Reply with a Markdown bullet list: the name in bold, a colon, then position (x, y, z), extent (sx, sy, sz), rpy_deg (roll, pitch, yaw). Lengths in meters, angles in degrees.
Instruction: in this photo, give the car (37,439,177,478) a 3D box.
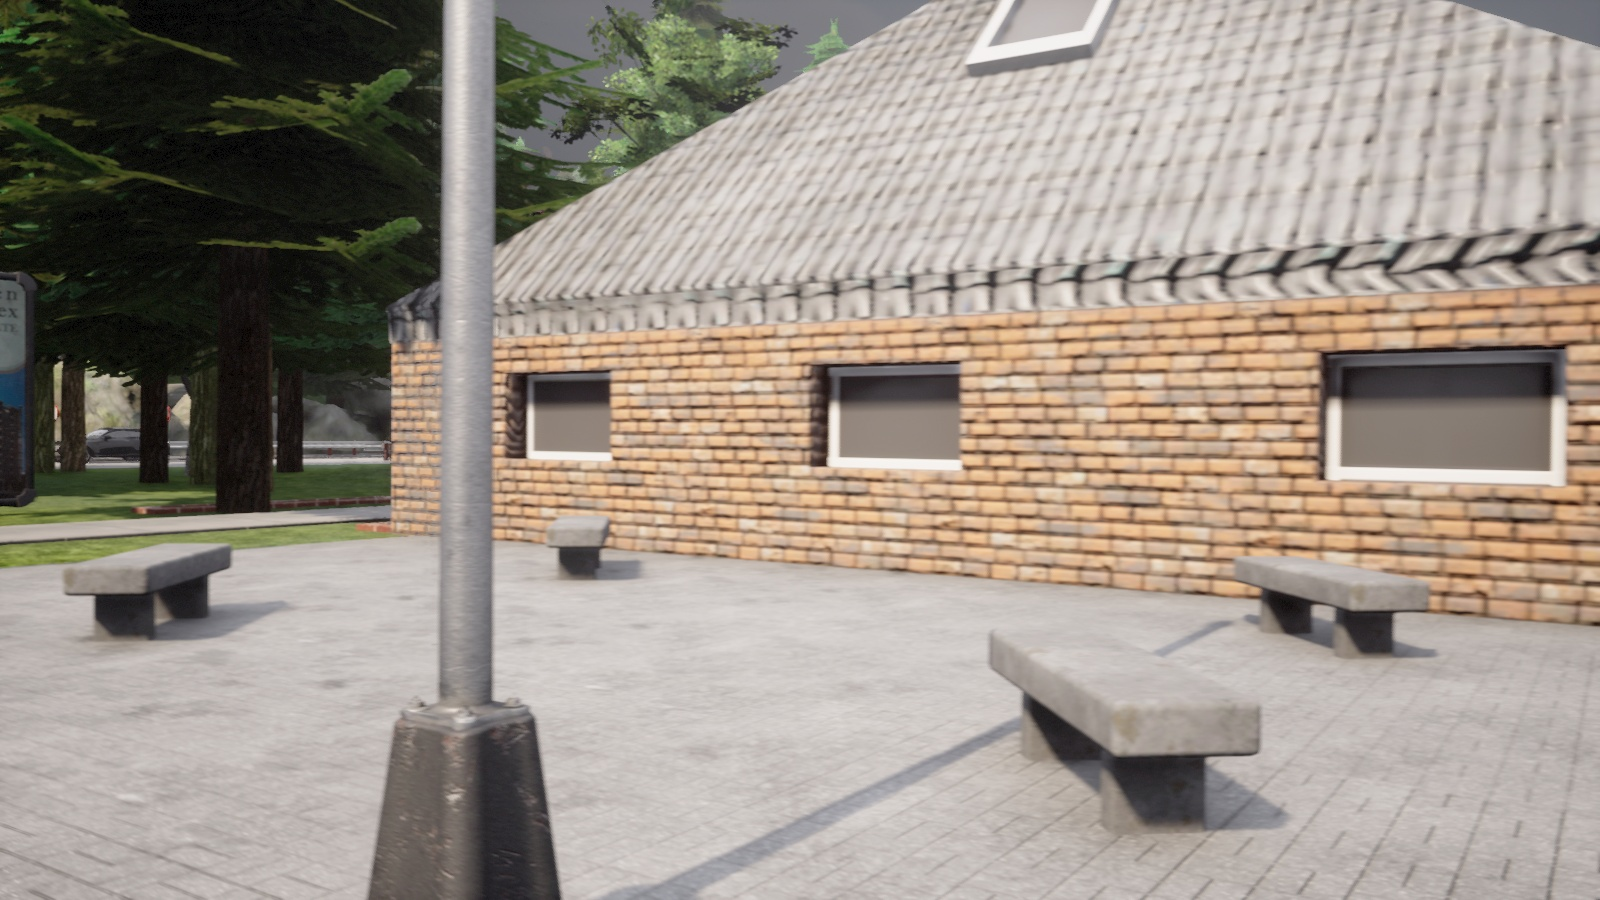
- **car**: position (-28.263, 0.312, 51.364), extent (1.812, 1.442, 4.674), rpy_deg (0, 1, 33)
